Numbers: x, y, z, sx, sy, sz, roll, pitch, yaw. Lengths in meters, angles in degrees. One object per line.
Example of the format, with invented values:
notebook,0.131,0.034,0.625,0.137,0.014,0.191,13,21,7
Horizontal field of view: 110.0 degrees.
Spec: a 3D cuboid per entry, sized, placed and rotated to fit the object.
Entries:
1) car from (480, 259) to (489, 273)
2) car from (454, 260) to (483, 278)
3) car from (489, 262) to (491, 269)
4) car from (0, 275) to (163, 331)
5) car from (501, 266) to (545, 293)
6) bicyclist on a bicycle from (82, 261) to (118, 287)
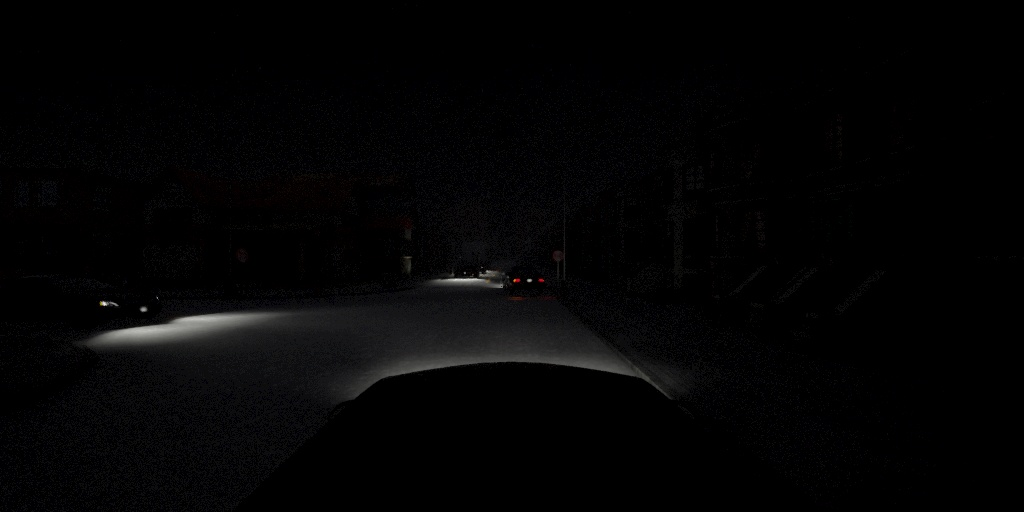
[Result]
car,-4.152,1.228,42.442,1.882,1.535,5.008,0,0,0
car,-4.148,1.314,33.556,1.994,1.385,4.181,0,0,0
car,-4.137,1.241,52.756,2.128,1.511,4.902,0,0,0
car,-13.086,1.276,10.452,4.674,1.442,1.812,0,0,0
car,0.536,1.297,20.698,2.033,1.411,5.357,0,0,-8
bicyclist on a bicycle,-21.604,1.099,18.823,0.582,1.620,1.656,0,0,0
